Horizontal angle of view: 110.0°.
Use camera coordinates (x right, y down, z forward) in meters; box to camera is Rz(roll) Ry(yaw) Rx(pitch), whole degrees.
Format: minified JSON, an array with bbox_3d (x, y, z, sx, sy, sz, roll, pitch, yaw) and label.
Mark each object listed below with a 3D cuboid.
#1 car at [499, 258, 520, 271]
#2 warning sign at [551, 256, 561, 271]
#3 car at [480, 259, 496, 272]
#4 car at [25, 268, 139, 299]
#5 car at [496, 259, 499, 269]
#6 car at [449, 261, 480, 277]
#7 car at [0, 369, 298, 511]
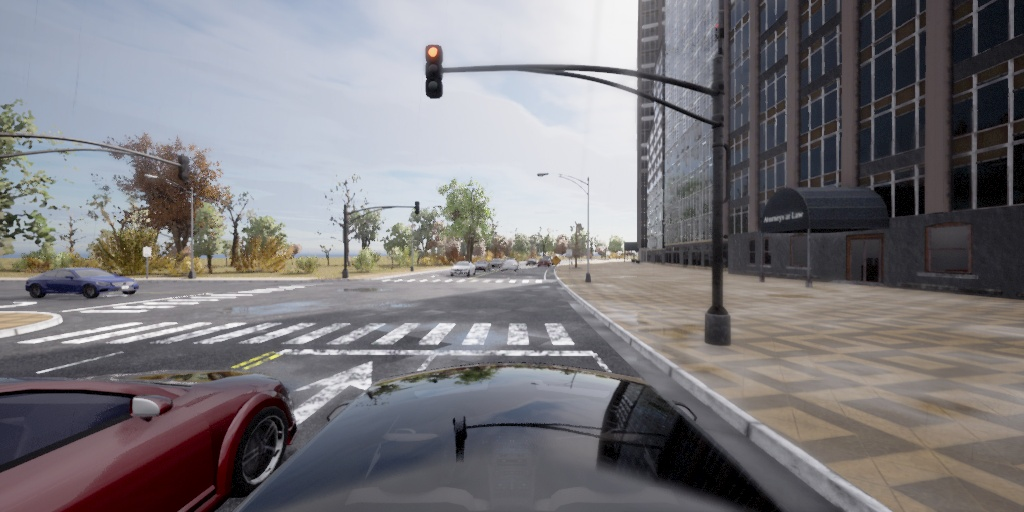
[{"bbox_3d":[-0.154,1.266,47.689,1.812,1.442,4.674,0,0,7],"label":"car"},{"bbox_3d":[5.397,0.859,43.986,1.300,1.860,1.060,0,0,7],"label":"warning sign"},{"bbox_3d":[-3.848,1.287,45.955,2.033,1.411,5.357,0,0,6],"label":"car"},{"bbox_3d":[-21.674,1.319,18.105,4.674,1.442,1.812,0,0,4],"label":"car"},{"bbox_3d":[-2.474,1.245,55.907,1.837,1.490,4.892,0,0,9],"label":"car"},{"bbox_3d":[-4.879,1.266,36.323,1.812,1.442,4.674,0,0,6],"label":"car"},{"bbox_3d":[-3.108,1.314,1.836,1.994,1.385,4.181,0,0,0],"label":"car"}]
